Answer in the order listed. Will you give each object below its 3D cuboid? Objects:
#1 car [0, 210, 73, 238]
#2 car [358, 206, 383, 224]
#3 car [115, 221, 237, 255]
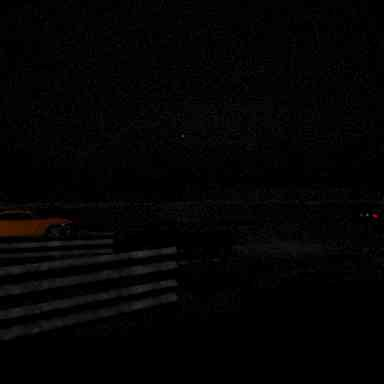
[{"bbox_3d":[-9.111,1.745,18.048,5.008,1.535,1.882,0,0,-16],"label":"car"},{"bbox_3d":[15.331,1.756,25.227,5.357,1.411,2.033,0,0,-16],"label":"car"},{"bbox_3d":[-0.646,1.797,13.237,4.718,1.301,1.895,0,0,-16],"label":"car"}]
